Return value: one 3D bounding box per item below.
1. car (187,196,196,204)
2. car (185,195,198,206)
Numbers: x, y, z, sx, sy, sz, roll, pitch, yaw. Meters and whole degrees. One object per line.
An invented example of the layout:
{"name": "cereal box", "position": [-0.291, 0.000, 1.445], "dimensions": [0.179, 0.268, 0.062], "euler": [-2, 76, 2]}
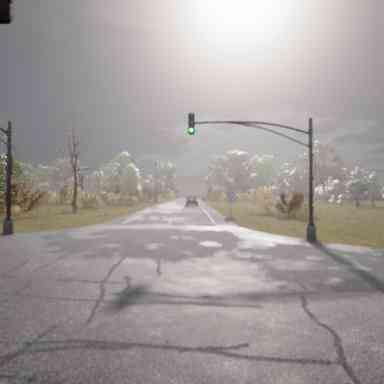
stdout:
{"name": "car", "position": [-0.030, 1.701, 71.468], "dimensions": [1.882, 1.535, 5.008], "euler": [0, 0, 0]}
{"name": "car", "position": [-0.026, 1.547, 61.077], "dimensions": [2.150, 2.045, 5.566], "euler": [0, 0, 0]}
